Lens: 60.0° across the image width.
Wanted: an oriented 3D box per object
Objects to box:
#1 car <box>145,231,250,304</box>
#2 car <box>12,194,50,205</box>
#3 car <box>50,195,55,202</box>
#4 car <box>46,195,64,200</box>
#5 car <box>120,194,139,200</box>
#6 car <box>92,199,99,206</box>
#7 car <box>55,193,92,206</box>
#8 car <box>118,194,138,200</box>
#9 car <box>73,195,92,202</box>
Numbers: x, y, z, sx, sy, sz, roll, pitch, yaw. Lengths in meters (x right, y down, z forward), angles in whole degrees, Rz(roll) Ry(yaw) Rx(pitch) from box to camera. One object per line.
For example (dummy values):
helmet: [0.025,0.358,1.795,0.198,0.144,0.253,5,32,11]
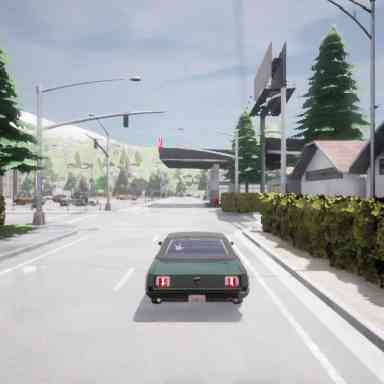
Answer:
car: [0.099,1.601,8.088,1.895,1.301,4.718,0,0,0]
car: [-24.637,1.097,50.518,4.605,1.855,1.932,0,0,0]
car: [-23.992,1.297,62.979,4.514,1.523,2.007,0,0,0]
car: [-35.060,1.383,84.905,3.806,1.475,1.970,0,0,0]
car: [-16.463,1.339,87.995,4.514,1.523,2.007,0,0,0]
car: [-16.158,1.361,50.602,3.806,1.475,1.970,0,0,0]
car: [-16.751,1.077,47.274,3.866,1.878,1.905,0,0,0]
car: [-16.394,1.330,84.859,5.027,1.636,2.152,0,0,0]
car: [-24.004,1.319,72.971,3.633,1.501,1.845,0,0,0]
